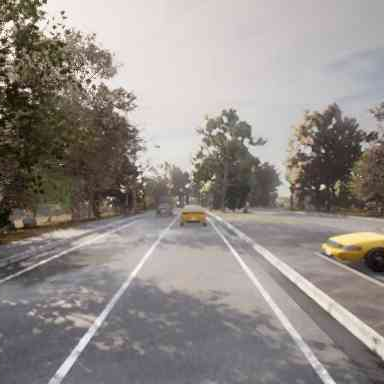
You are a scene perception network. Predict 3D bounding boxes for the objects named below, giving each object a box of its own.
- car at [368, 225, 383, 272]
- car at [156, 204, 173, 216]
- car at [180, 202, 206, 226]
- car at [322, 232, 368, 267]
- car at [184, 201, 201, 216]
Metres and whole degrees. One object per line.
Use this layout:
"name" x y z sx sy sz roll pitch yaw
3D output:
"car" 7.088 1.485 7.523 4.892 1.521 2.231 0 0 0
"car" -3.345 2.182 41.126 2.128 1.511 4.902 0 -2 0
"car" 0.094 1.753 25.893 1.882 1.535 5.008 0 -1 0
"car" 6.898 1.499 10.292 5.366 1.575 1.946 0 0 0
"car" 0.089 2.097 42.719 2.097 1.767 4.553 0 -2 0
